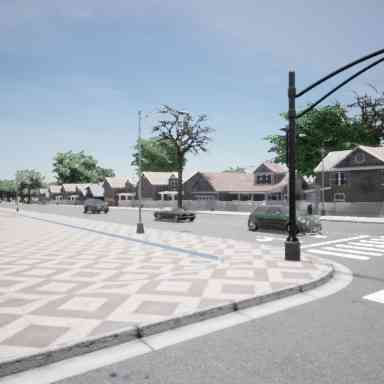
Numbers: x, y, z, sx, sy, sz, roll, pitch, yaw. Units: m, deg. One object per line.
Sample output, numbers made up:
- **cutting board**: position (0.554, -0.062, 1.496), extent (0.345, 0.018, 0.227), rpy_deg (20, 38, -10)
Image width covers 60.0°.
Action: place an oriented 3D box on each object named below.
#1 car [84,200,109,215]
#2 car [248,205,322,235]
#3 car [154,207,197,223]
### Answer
- **car**: position (-13.740, 2.108, 47.559), extent (2.150, 2.045, 5.566), rpy_deg (0, -1, -35)
- **car**: position (5.654, 1.596, 20.660), extent (2.097, 1.767, 4.553), rpy_deg (0, -1, -37)
- **car**: position (-1.619, 2.083, 30.664), extent (1.895, 1.301, 4.718), rpy_deg (0, -1, -36)
